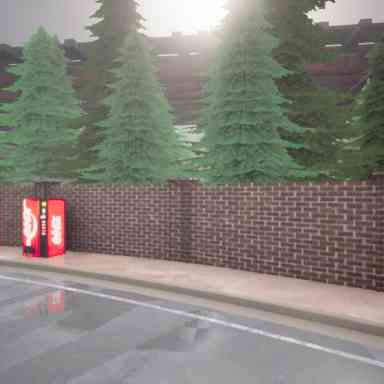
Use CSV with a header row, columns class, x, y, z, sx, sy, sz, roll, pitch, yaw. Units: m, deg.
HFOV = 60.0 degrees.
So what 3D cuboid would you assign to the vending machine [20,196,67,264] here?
class,x,y,z,sx,sy,sz,roll,pitch,yaw
vending machine,-4.924,1.195,11.076,0.880,2.100,1.100,0,0,23
